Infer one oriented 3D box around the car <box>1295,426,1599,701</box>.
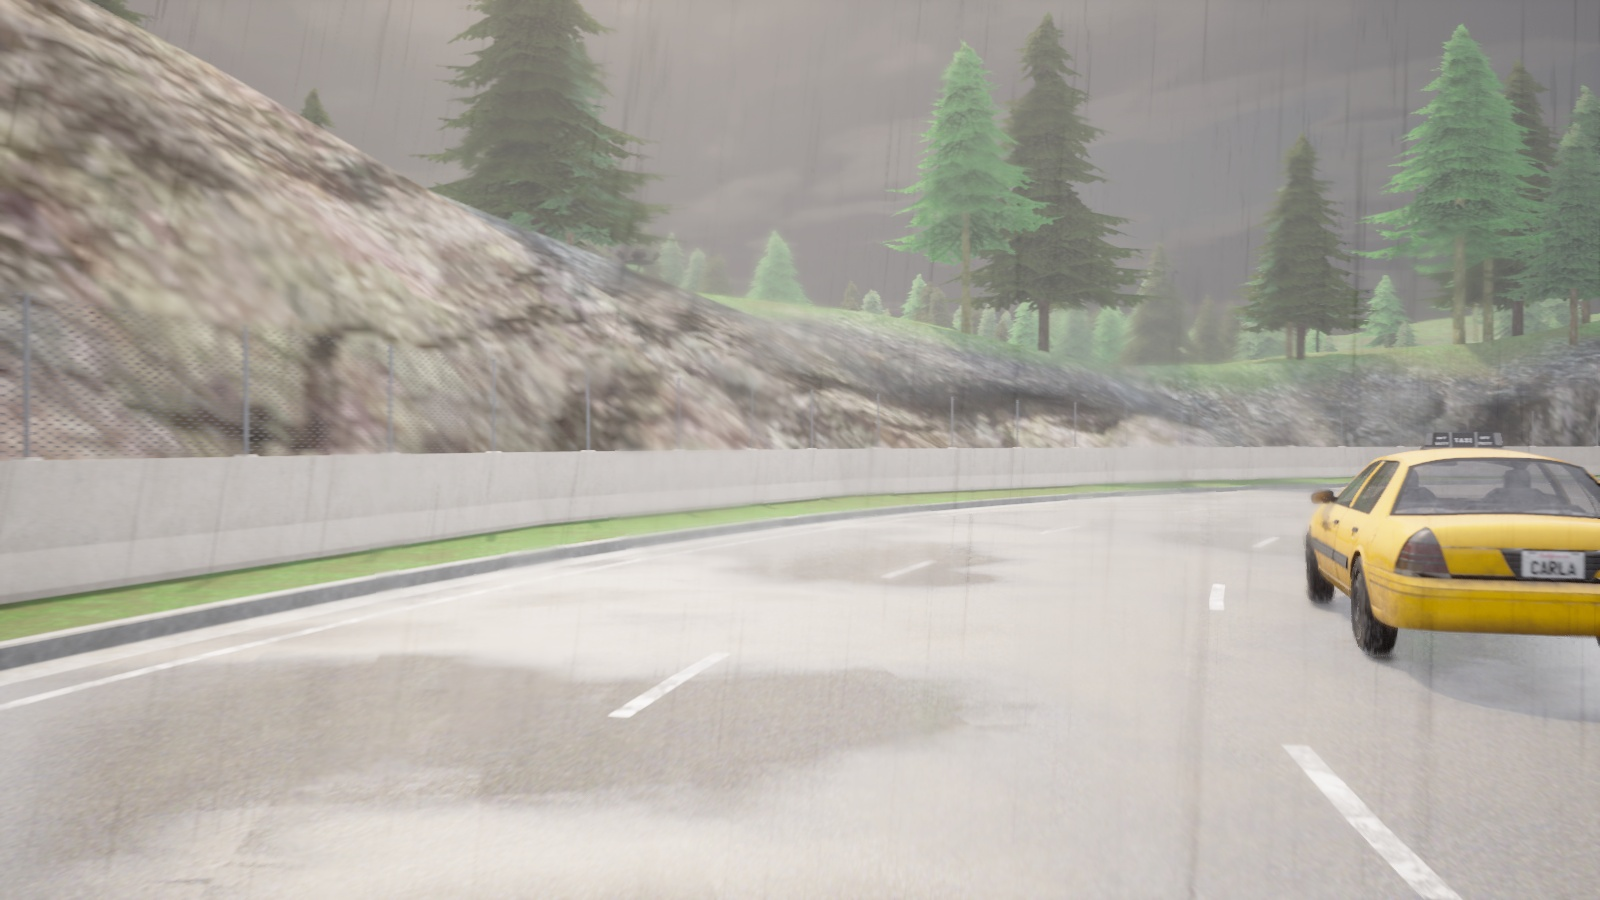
[{"bbox_3d":[5.139,0.638,9.845,1.801,1.575,5.366,0,0,16],"label":"car"}]
